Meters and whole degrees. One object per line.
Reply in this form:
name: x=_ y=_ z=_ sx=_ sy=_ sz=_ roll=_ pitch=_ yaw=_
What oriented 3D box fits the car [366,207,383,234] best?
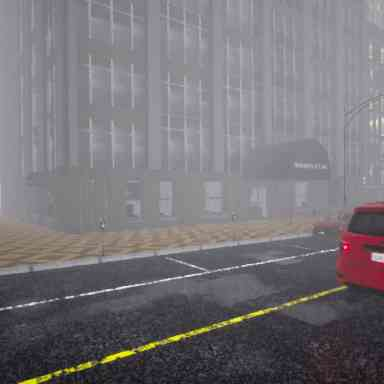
car: x=12.101 y=1.547 z=19.065 sx=4.403 sy=1.369 sz=2.008 roll=0 pitch=-1 yaw=-35

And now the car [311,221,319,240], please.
car: x=7.474 y=1.542 z=15.764 sx=4.507 sy=1.381 sz=1.887 roll=0 pitch=-1 yaw=-35

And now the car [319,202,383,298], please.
car: x=5.446 y=1.221 z=7.326 sx=5.566 sy=2.045 sz=2.150 roll=0 pitch=0 yaw=-36
